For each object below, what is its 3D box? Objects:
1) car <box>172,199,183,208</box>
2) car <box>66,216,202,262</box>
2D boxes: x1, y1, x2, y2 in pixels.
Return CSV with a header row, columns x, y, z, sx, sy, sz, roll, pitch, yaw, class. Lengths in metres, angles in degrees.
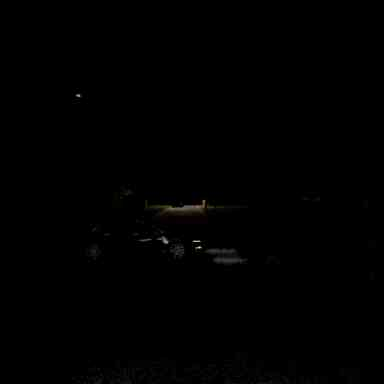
x,y,z,sx,sy,sz,roll,pitch,yaw,class
-2.772,2.245,65.154,2.097,1.767,4.553,0,-1,0,car
-2.065,1.690,12.351,4.892,1.490,1.837,0,-1,-5,car
